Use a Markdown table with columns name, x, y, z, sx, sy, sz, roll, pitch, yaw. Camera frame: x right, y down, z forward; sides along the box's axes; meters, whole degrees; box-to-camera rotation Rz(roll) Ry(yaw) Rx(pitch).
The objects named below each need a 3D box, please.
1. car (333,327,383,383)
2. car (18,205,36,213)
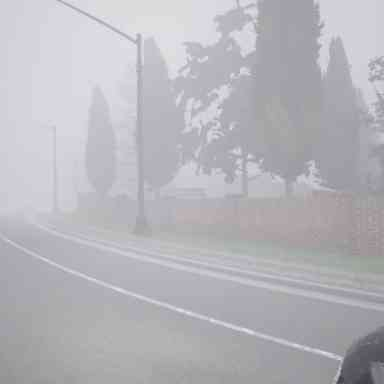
| name | x | y | z | sx | sy | sz | roll | pitch | yaw |
| --- | --- | --- | --- | --- | --- | --- | --- | --- | --- |
| car | 3.369 | 1.510 | 1.704 | 4.902 | 1.511 | 2.128 | 0 | 0 | 35 |
| car | -29.011 | 2.913 | 58.639 | 1.994 | 1.385 | 4.181 | -1 | -3 | -10 |
